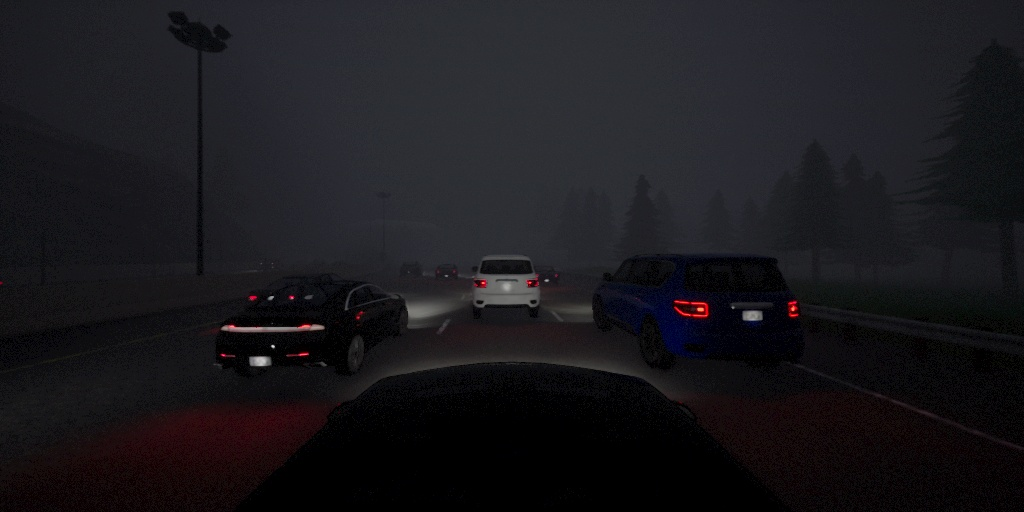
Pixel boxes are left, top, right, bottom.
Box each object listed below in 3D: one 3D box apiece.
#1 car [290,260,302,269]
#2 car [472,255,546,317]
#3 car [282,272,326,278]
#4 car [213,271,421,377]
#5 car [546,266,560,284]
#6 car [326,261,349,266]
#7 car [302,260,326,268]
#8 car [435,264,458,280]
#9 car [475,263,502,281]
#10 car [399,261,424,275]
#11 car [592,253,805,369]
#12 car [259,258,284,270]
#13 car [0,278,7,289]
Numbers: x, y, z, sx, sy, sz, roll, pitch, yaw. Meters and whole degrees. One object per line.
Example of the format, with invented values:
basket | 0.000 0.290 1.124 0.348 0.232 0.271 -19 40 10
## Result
car | -32.573 1.315 55.304 1.812 1.442 4.674 0 0 -16
car | -0.305 0.972 13.269 2.150 2.045 5.566 0 0 -3
car | -7.297 1.306 13.218 2.033 1.411 5.357 0 0 -4
car | -3.561 1.246 7.391 2.128 1.511 4.902 0 0 -2
car | 2.071 1.349 26.221 1.895 1.301 4.718 0 0 -7
car | -23.779 1.343 49.639 1.994 1.385 4.181 0 0 -14
car | -27.939 1.276 51.716 2.128 1.511 4.902 0 0 -15
car | -5.732 1.358 31.811 1.895 1.301 4.718 0 0 -8
car | -2.110 1.317 31.030 1.994 1.385 4.181 0 0 -8
car | -9.814 1.254 35.112 2.128 1.511 4.902 0 0 -9
car | 3.436 0.968 7.936 2.150 2.045 5.566 0 0 -2
car | -35.590 1.145 53.099 2.097 1.767 4.553 0 0 -16
car | -21.439 0.997 11.739 2.150 2.045 5.566 0 0 -3
